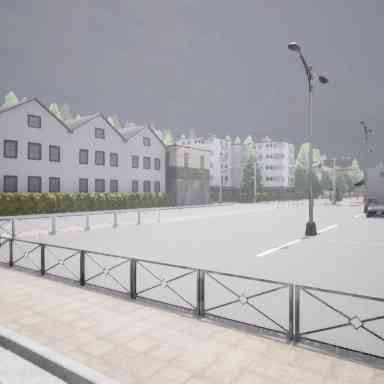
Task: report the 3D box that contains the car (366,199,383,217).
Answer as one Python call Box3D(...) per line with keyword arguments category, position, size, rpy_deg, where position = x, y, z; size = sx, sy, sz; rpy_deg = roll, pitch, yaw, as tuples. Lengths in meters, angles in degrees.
Box3D(category="car", position=(15.349, 1.298, 26.857), size=(2.007, 1.523, 4.514), rpy_deg=(0, 0, 35))
